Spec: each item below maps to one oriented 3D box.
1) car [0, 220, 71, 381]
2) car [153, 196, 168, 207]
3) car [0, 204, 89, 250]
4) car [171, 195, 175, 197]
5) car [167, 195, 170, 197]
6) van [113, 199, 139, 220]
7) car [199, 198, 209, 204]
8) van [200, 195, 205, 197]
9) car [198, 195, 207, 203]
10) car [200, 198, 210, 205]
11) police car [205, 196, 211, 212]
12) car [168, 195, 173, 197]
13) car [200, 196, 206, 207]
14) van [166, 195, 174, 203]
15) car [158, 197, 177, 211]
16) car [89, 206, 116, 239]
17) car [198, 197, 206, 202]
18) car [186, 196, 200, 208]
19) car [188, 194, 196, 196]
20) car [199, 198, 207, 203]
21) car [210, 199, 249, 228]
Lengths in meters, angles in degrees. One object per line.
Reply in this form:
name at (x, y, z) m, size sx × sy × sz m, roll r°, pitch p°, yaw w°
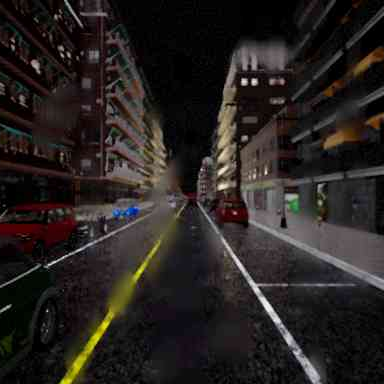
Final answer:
car at (-3.096, 1.369, 3.186) m, size 2.097 × 1.767 × 4.553 m, roll 0°, pitch 0°, yaw 0°
car at (-5.684, 1.821, 57.060) m, size 1.752 × 1.417 × 4.829 m, roll 0°, pitch 0°, yaw 0°
car at (-5.680, 1.372, 11.935) m, size 2.192 × 1.841 × 5.009 m, roll 0°, pitch 0°, yaw 0°
car at (-5.682, 1.747, 79.878) m, size 2.192 × 1.841 × 5.009 m, roll 0°, pitch 0°, yaw 0°
car at (-5.684, 1.854, 62.722) m, size 1.752 × 1.417 × 4.829 m, roll 0°, pitch 0°, yaw 0°
van at (-5.681, 1.482, 28.921) m, size 1.690 × 1.788 × 3.998 m, roll 0°, pitch 0°, yaw 0°
car at (2.696, 1.963, 74.216) m, size 1.947 × 1.339 × 4.313 m, roll 0°, pitch 0°, yaw 0°
van at (2.698, 1.672, 62.893) m, size 1.690 × 1.788 × 3.998 m, roll 0°, pitch 0°, yaw 0°
car at (2.697, 1.783, 85.542) m, size 2.192 × 1.841 × 5.009 m, roll 0°, pitch 0°, yaw 0°
car at (2.696, 1.908, 68.555) m, size 1.887 × 1.381 × 4.507 m, roll 0°, pitch 0°, yaw 0°
police car at (3.000, 1.630, 40.802) m, size 1.930 × 1.638 × 5.238 m, roll 0°, pitch 0°, yaw 0°
car at (-5.684, 1.914, 68.554) m, size 2.008 × 1.369 × 4.403 m, roll 0°, pitch 0°, yaw 0°
car at (2.696, 1.863, 57.230) m, size 1.947 × 1.339 × 4.313 m, roll 0°, pitch 0°, yaw 0°
van at (-5.683, 1.808, 85.541) m, size 1.690 × 1.788 × 3.998 m, roll 0°, pitch 0°, yaw 0°
car at (-3.083, 1.751, 44.682) m, size 1.812 × 1.442 × 4.674 m, roll 0°, pitch 0°, yaw 0°
car at (-5.682, 1.635, 17.595) m, size 2.008 × 1.369 × 4.403 m, roll 0°, pitch 0°, yaw 0°
car at (2.696, 2.050, 91.203) m, size 1.887 × 1.381 × 4.507 m, roll 0°, pitch 0°, yaw 0°
car at (0.000, 1.785, 54.184) m, size 1.837 × 1.490 × 4.892 m, roll 0°, pitch 0°, yaw 0°
car at (0.001, 1.492, 71.769) m, size 2.150 × 2.045 × 5.566 m, roll 0°, pitch 0°, yaw 0°
car at (2.696, 2.014, 79.878) m, size 1.802 × 1.307 × 4.206 m, roll 0°, pitch 0°, yaw 0°
car at (2.699, 1.428, 23.260) m, size 2.192 × 1.841 × 5.009 m, roll 0°, pitch 0°, yaw 0°
